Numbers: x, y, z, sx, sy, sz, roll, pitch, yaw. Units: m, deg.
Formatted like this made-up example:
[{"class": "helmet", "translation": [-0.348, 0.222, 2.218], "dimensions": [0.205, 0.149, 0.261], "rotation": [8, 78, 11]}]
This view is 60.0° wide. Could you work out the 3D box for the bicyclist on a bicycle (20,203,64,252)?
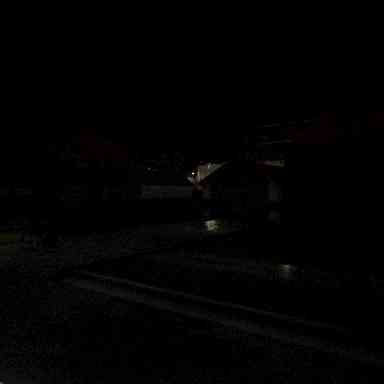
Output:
[{"class": "bicyclist on a bicycle", "translation": [-5.200, 1.226, 11.661], "dimensions": [0.582, 1.620, 1.656], "rotation": [0, -1, 35]}]
